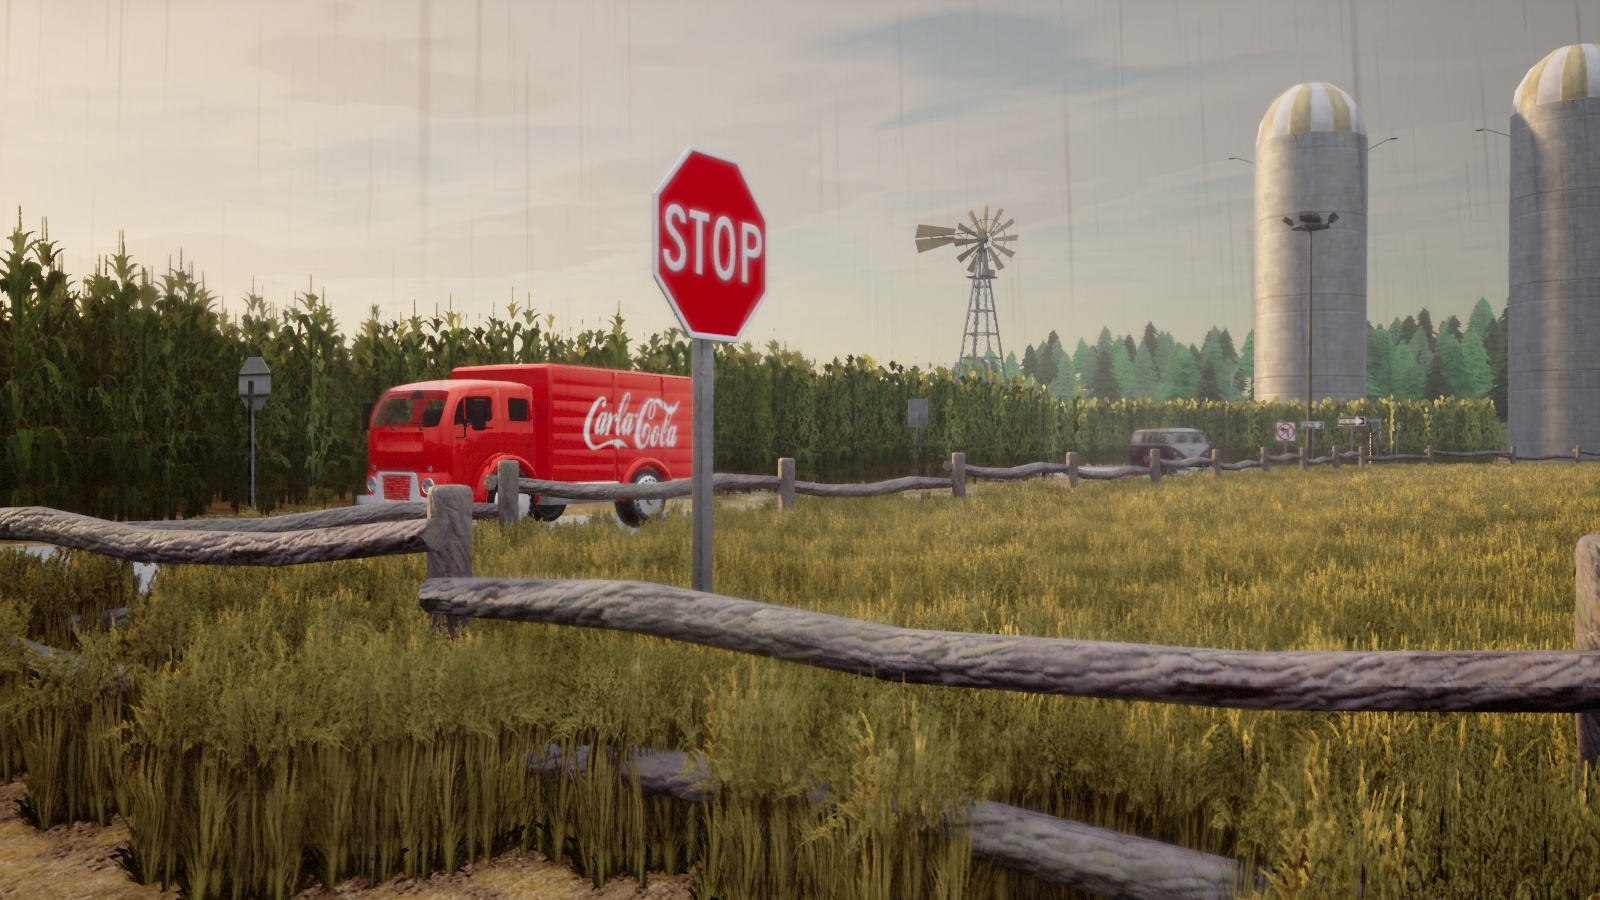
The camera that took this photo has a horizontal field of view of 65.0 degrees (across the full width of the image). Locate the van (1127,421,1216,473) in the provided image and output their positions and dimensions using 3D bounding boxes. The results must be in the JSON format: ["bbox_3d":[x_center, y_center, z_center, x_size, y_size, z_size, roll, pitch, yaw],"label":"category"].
[{"bbox_3d":[14.697,-0.139,49.921,1.775,1.987,4.442,0,1,-6],"label":"van"}]

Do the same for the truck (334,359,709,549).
[{"bbox_3d":[-4.044,0.040,19.206,2.627,2.467,5.204,-1,0,34],"label":"truck"}]
